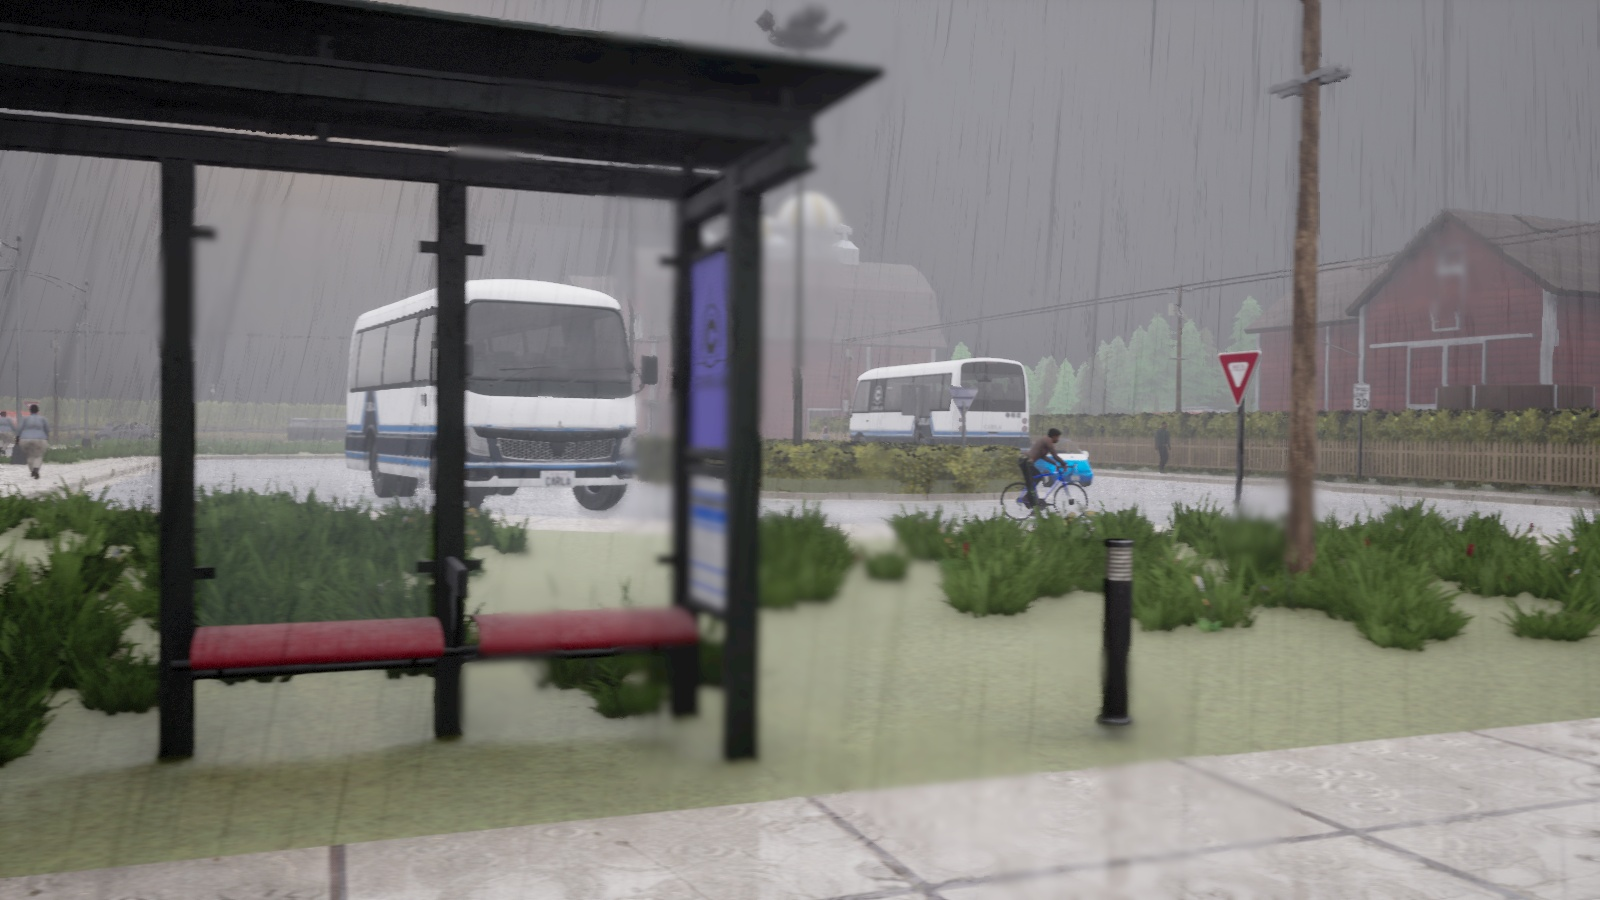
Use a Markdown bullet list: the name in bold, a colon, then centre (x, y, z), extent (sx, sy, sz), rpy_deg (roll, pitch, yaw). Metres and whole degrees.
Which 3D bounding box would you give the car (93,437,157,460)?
- **car**: centre (-46.323, -0.090, 86.202), extent (3.633, 1.501, 1.845), rpy_deg (-1, 1, -21)

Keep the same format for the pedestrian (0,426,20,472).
- **pedestrian**: centre (-32.513, -0.031, 51.366), extent (0.874, 1.855, 0.900), rpy_deg (-1, 1, -23)

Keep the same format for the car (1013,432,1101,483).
- **car**: centre (7.303, 0.191, 35.841), extent (1.481, 1.376, 2.207), rpy_deg (-1, 1, -21)

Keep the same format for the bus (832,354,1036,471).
- **bus**: centre (5.126, -1.466, 51.142), extent (3.944, 4.253, 10.273), rpy_deg (-1, 1, -21)

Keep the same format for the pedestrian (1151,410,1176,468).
- **pedestrian**: centre (12.476, -0.383, 43.118), extent (0.423, 1.949, 0.788), rpy_deg (-1, 1, -23)

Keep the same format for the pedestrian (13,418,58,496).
- **pedestrian**: centre (-18.515, 0.156, 30.427), extent (0.874, 1.855, 0.900), rpy_deg (-1, 1, -29)

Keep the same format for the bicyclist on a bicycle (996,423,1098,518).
- **bicyclist on a bicycle**: centre (4.306, 0.348, 21.896), extent (1.656, 1.620, 0.582), rpy_deg (-1, 1, -12)

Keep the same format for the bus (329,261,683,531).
- **bus**: centre (-6.374, -0.920, 25.226), extent (3.944, 4.253, 10.273), rpy_deg (-1, 1, -31)
